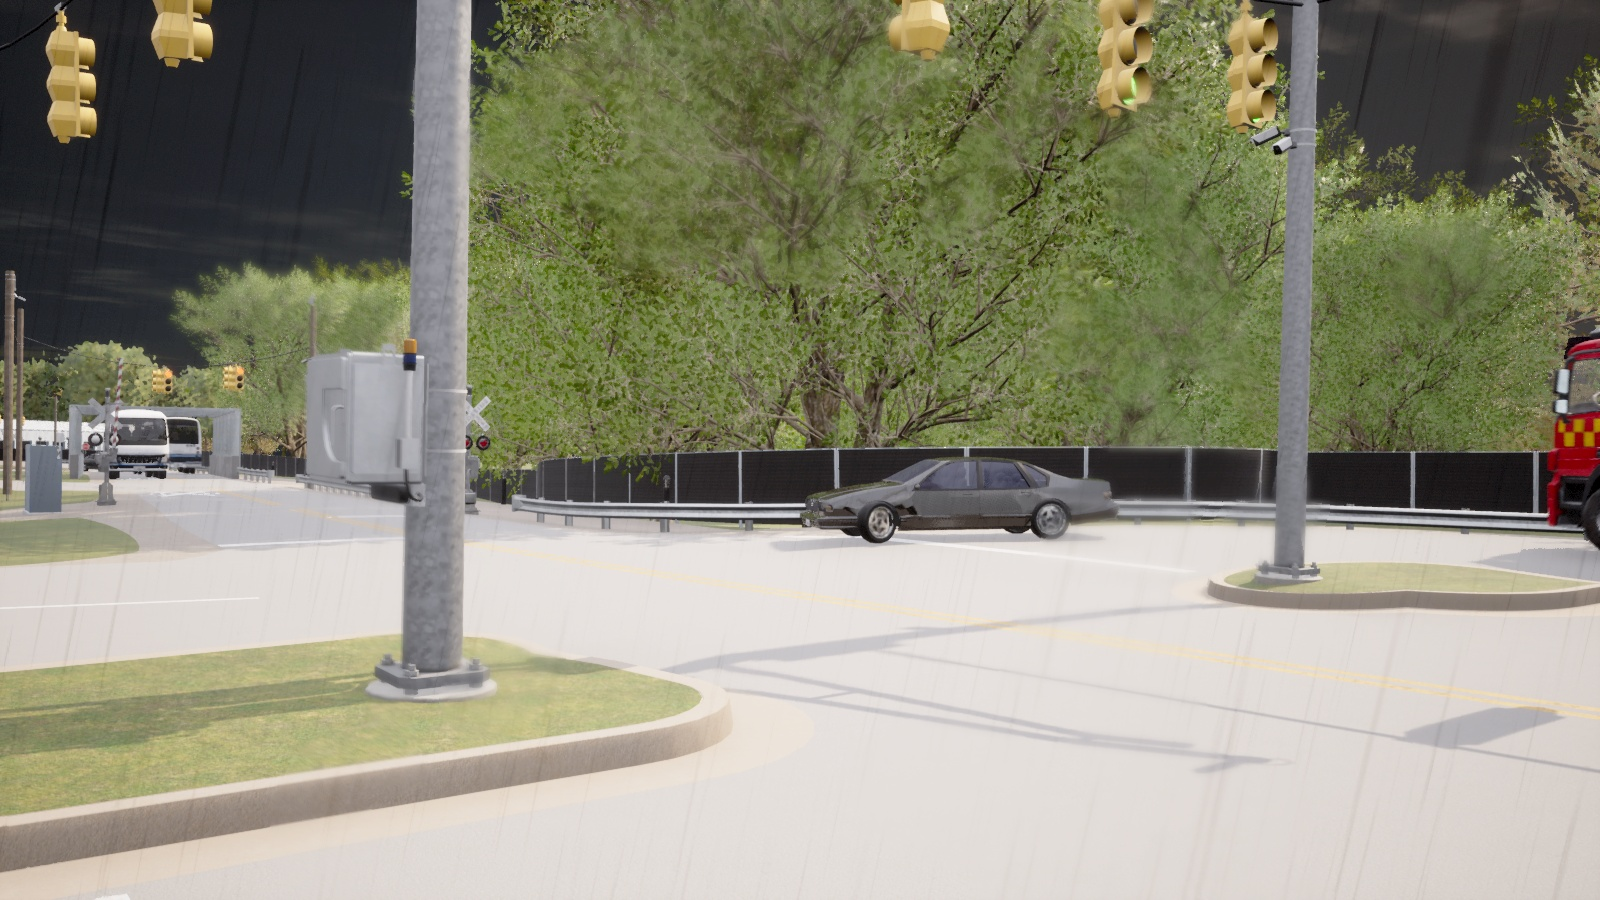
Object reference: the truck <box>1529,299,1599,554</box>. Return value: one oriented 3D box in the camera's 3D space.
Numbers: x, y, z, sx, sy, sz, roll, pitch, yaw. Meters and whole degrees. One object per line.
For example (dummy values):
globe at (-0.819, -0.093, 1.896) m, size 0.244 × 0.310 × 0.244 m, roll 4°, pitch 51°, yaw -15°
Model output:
truck at (13.629, -0.334, 16.362) m, size 2.891 × 3.827 × 8.468 m, roll 0°, pitch 0°, yaw -4°

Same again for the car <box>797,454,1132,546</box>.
car at (2.766, 0.806, 21.675) m, size 5.357 × 1.411 × 2.033 m, roll -1°, pitch 0°, yaw -11°

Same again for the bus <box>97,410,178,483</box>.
bus at (-41.483, -0.166, 78.426) m, size 3.944 × 4.253 × 10.273 m, roll 0°, pitch 0°, yaw -31°
